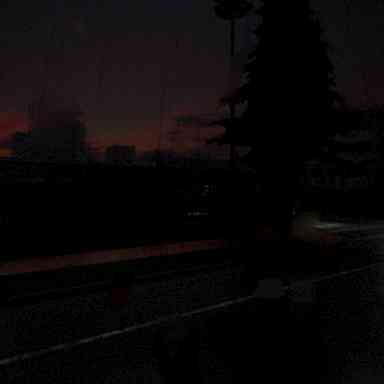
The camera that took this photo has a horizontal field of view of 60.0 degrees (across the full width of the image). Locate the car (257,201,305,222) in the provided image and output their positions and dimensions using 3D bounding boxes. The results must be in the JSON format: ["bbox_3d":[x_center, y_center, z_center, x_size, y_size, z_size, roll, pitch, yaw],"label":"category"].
[{"bbox_3d":[6.486,1.496,26.191,1.882,1.535,5.008,0,0,-35],"label":"car"}]

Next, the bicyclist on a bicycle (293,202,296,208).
[{"bbox_3d":[10.701,1.317,35.794,1.656,1.620,0.582,0,0,-35],"label":"bicyclist on a bicycle"}]
